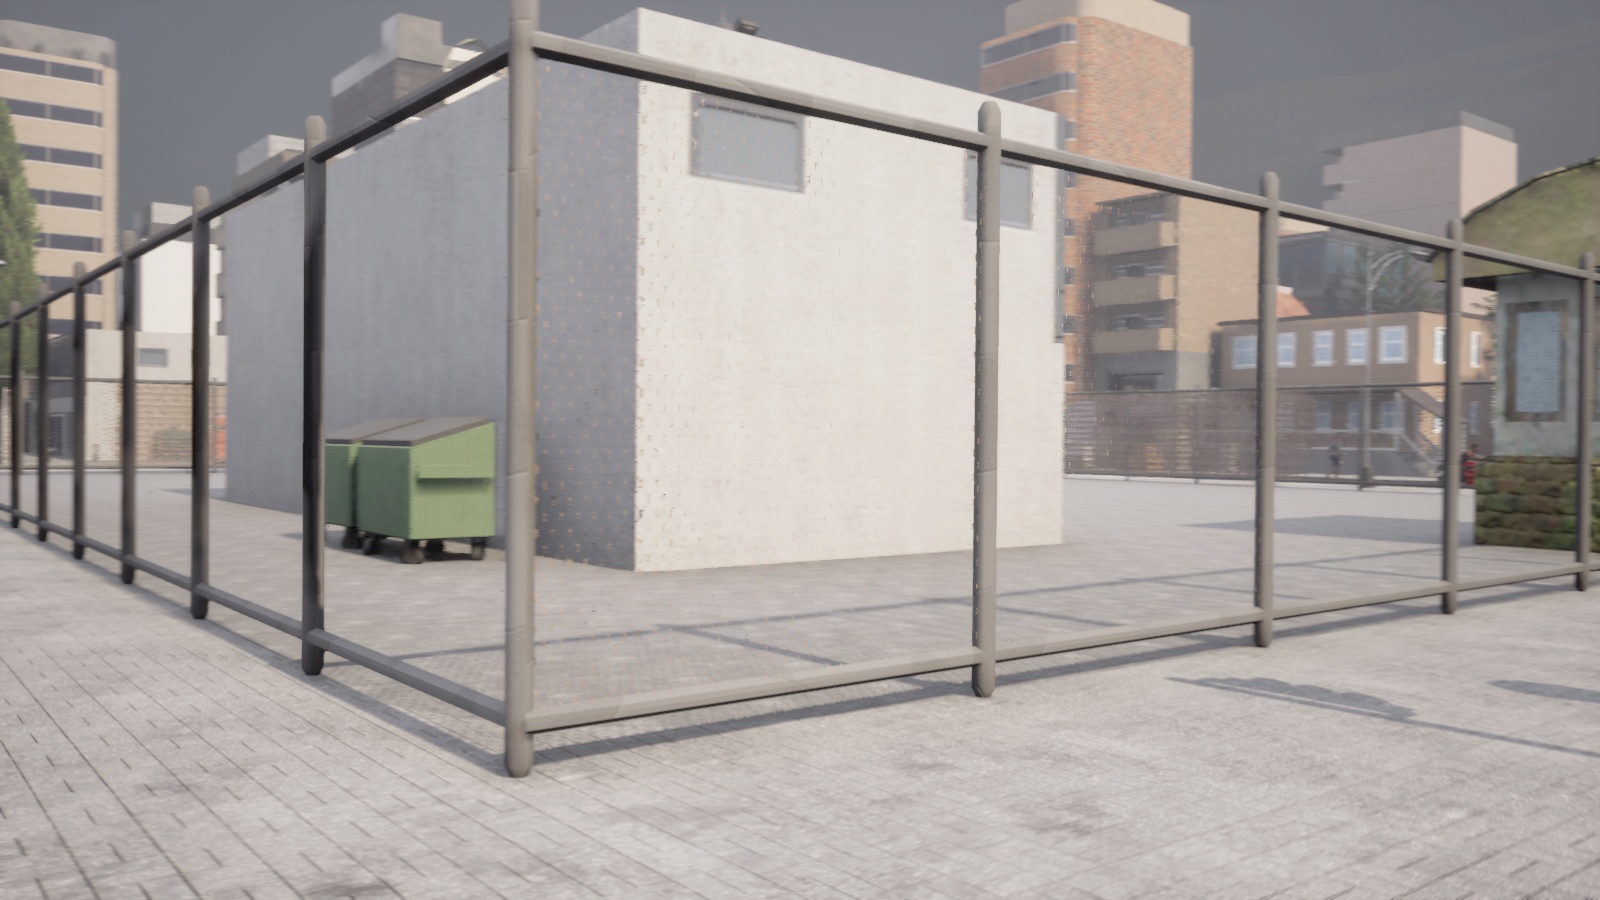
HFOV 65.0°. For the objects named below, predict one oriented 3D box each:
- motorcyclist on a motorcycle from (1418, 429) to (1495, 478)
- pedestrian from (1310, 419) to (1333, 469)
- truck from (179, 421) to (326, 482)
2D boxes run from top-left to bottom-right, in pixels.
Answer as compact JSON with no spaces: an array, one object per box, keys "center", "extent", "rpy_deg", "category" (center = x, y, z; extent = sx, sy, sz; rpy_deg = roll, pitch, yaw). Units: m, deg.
[{"center":[21.079,0.095,40.345],"extent":[0.797,1.523,2.044],"rpy_deg":[-1,1,-39],"category":"motorcyclist on a motorcycle"},{"center":[20.725,-0.236,49.903],"extent":[0.788,1.949,0.423],"rpy_deg":[-1,1,-32],"category":"pedestrian"},{"center":[-23.311,0.039,53.567],"extent":[5.204,2.467,2.627],"rpy_deg":[-1,1,-39],"category":"truck"}]
